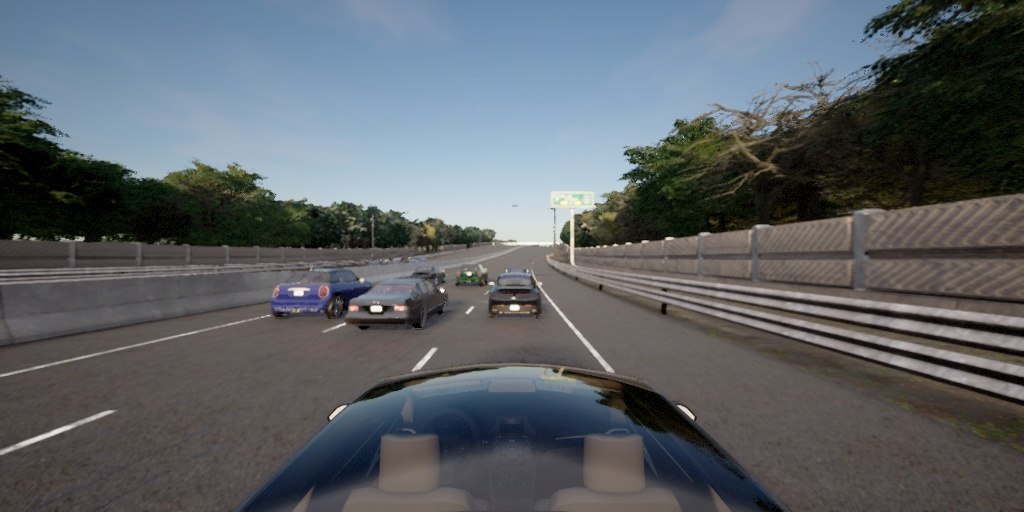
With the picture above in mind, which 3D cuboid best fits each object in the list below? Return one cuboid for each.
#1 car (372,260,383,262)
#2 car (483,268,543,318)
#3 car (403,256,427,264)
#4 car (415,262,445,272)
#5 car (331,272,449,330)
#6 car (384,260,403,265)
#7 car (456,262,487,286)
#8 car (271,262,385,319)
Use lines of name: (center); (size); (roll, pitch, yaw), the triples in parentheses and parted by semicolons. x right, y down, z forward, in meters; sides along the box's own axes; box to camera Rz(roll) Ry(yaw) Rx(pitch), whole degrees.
car: (-22.966, 1.438, 60.904); (1.994, 1.385, 4.181); (0, 1, 4)
car: (0.132, 1.407, 13.804); (1.837, 1.490, 4.892); (0, 0, 1)
car: (-15.974, 1.098, 60.639); (2.150, 2.045, 5.566); (0, 1, 3)
car: (-6.596, 1.527, 28.772); (1.837, 1.490, 4.892); (0, 0, 2)
car: (-3.416, 1.421, 11.665); (2.033, 1.411, 5.357); (0, -1, 1)
car: (-19.470, 1.380, 60.750); (1.837, 1.490, 4.892); (0, 1, 4)
car: (-3.098, 1.373, 28.577); (2.097, 1.767, 4.553); (0, 0, 2)
car: (-6.868, 1.248, 13.746); (2.097, 1.767, 4.553); (0, -1, 1)
